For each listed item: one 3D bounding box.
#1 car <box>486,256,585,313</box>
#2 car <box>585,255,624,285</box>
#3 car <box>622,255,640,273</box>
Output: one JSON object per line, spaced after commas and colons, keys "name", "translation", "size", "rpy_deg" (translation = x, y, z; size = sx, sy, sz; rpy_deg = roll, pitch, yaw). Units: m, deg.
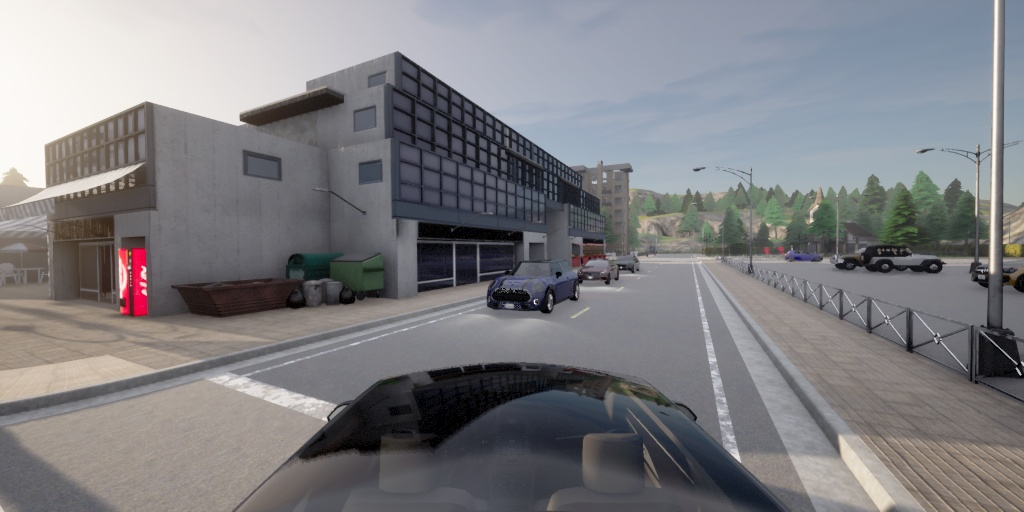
{"name": "car", "translation": [0.915, 0.910, 13.060], "size": [2.097, 1.767, 4.553], "rpy_deg": [0, 1, 26]}
{"name": "car", "translation": [5.398, 0.875, 22.113], "size": [1.812, 1.442, 4.674], "rpy_deg": [0, 1, 26]}
{"name": "car", "translation": [9.965, 0.642, 31.300], "size": [1.837, 1.490, 4.892], "rpy_deg": [0, 1, 27]}
